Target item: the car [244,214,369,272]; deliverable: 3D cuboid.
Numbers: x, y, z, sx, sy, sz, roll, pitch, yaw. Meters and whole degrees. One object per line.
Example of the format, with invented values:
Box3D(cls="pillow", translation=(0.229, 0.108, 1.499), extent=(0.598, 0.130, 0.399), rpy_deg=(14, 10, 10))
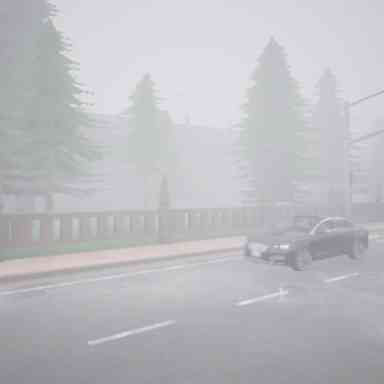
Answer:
Box3D(cls="car", translation=(3.844, 1.502, 10.884), extent=(4.902, 1.511, 2.128), rpy_deg=(0, 0, -35))
